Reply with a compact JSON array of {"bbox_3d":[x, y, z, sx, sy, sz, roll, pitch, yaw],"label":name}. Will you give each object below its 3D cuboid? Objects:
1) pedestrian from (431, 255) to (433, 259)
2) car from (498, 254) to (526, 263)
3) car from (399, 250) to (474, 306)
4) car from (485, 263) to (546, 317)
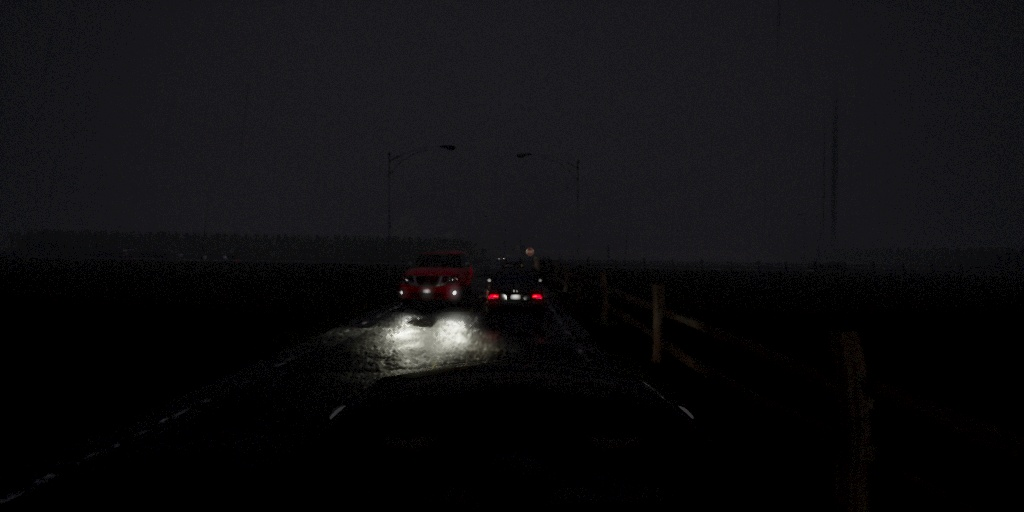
[{"bbox_3d":[-12.176,0.365,54.746,0.375,1.300,0.375,0,-1,0],"label":"pedestrian"},{"bbox_3d":[0.091,0.840,28.282,2.128,1.511,4.902,0,1,0],"label":"car"},{"bbox_3d":[-2.852,0.774,14.767,2.150,2.045,5.566,0,1,0],"label":"car"},{"bbox_3d":[0.096,1.136,12.381,2.033,1.411,5.357,0,1,0],"label":"car"}]
